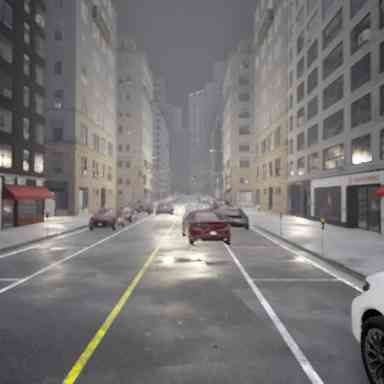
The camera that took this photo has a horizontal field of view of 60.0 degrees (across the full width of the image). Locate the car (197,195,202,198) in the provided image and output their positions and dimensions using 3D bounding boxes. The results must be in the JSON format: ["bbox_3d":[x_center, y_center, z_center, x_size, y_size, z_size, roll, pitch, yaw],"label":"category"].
[{"bbox_3d":[3.031,2.181,88.137,1.752,1.417,4.829,1,0,0],"label":"car"}]

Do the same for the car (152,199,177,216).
[{"bbox_3d":[-2.977,1.877,37.207,1.837,1.490,4.892,0,-1,0],"label":"car"}]

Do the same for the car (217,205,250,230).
[{"bbox_3d":[2.830,1.809,22.806,1.947,1.339,4.313,0,-1,0],"label":"car"}]

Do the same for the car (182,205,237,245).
[{"bbox_3d":[0.615,1.659,16.824,1.882,1.535,5.008,0,-1,-7],"label":"car"}]

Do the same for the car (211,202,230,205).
[{"bbox_3d":[2.848,1.821,28.528,1.752,1.417,4.829,0,0,0],"label":"car"}]

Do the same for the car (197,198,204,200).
[{"bbox_3d":[0.203,1.918,44.519,2.128,1.511,4.902,0,0,0],"label":"car"}]

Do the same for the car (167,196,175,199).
[{"bbox_3d":[-5.529,2.158,77.153,1.887,1.381,4.507,0,0,0],"label":"car"}]

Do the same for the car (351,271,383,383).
[{"bbox_3d":[3.108,1.243,1.917,2.150,2.045,5.566,0,-1,0],"label":"car"}]

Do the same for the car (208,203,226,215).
[{"bbox_3d":[2.882,1.971,39.462,1.802,1.307,4.206,0,0,0],"label":"car"}]

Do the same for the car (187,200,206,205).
[{"bbox_3d":[0.198,1.868,33.806,1.812,1.442,4.674,0,0,0],"label":"car"}]

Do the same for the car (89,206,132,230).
[{"bbox_3d":[-5.696,1.787,22.840,1.887,1.381,4.507,0,-1,0],"label":"car"}]

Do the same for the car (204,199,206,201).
[{"bbox_3d":[2.899,1.957,45.187,1.752,1.417,4.829,0,0,0],"label":"car"}]

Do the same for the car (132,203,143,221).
[{"bbox_3d":[-5.678,1.875,28.390,1.802,1.307,4.206,0,-1,0],"label":"car"}]

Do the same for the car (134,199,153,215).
[{"bbox_3d":[-5.643,1.703,39.498,2.192,1.841,5.009,0,0,0],"label":"car"}]

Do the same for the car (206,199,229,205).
[{"bbox_3d":[2.865,1.658,33.914,2.192,1.841,5.009,0,0,0],"label":"car"}]

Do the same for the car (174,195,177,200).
[{"bbox_3d":[-5.511,2.076,82.578,1.967,1.590,4.097,1,0,0],"label":"car"}]

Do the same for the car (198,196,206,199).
[{"bbox_3d":[2.997,2.165,77.120,2.008,1.369,4.403,0,0,0],"label":"car"}]
